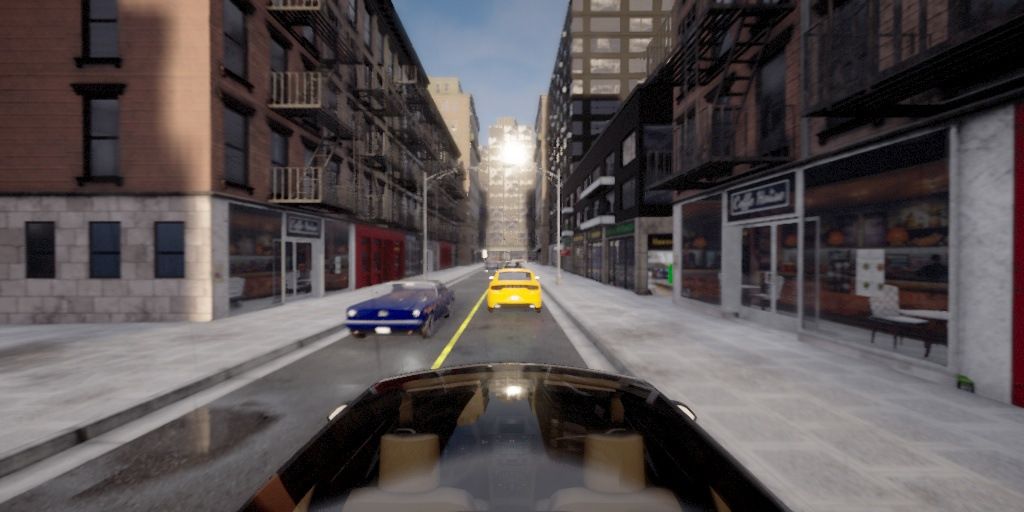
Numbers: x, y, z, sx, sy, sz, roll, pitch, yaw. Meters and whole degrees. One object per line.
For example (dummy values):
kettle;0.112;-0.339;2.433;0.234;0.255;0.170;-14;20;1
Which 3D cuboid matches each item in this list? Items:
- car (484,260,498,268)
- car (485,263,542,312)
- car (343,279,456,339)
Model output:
car;-2.828;1.247;50.865;2.033;1.411;5.357;0;0;0
car;0.100;1.226;14.280;1.882;1.535;5.008;0;0;0
car;-2.852;1.350;10.149;1.895;1.301;4.718;0;0;0
